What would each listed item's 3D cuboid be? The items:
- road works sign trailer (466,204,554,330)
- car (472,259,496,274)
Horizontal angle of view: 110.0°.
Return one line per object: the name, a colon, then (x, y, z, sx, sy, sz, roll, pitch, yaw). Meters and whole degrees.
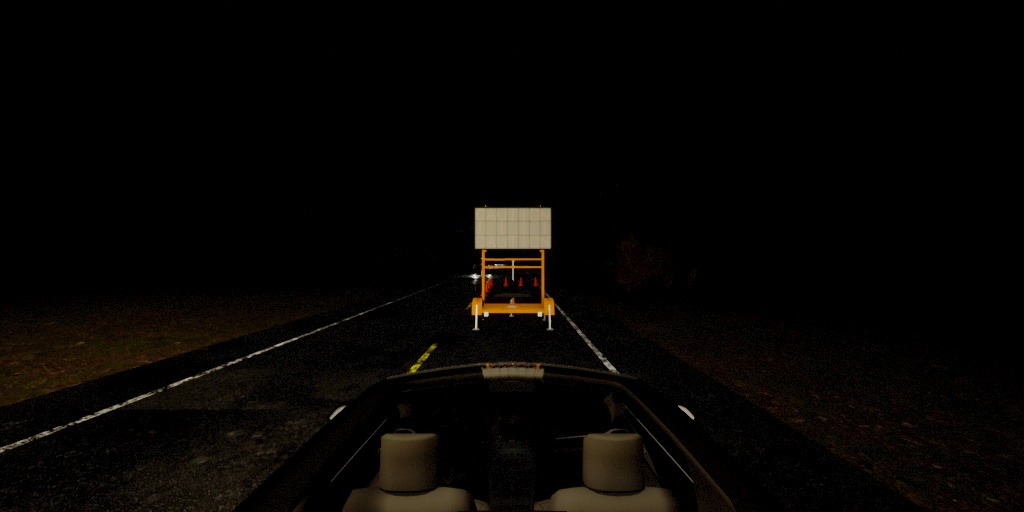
road works sign trailer: (0.034, 0.215, 11.107, 2.380, 3.560, 2.880, 0, 0, 0)
car: (-3.354, 1.120, 41.148, 2.097, 1.767, 4.553, 0, 0, 0)
